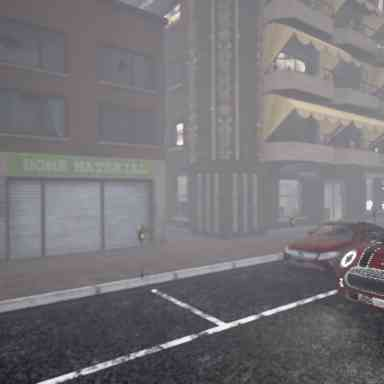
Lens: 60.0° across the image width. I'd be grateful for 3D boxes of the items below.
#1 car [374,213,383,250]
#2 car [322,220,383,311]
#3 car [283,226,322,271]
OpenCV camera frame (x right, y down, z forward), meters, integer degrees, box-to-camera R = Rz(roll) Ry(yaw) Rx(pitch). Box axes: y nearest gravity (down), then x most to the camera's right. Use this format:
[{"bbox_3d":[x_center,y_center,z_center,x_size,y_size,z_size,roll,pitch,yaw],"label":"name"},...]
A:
[{"bbox_3d":[9.088,1.481,13.025,4.206,1.307,1.802,0,0,-35],"label":"car"},{"bbox_3d":[5.060,1.296,6.976,4.553,1.767,2.097,0,0,-35],"label":"car"},{"bbox_3d":[4.486,1.519,9.749,4.206,1.307,1.802,0,0,-35],"label":"car"}]
